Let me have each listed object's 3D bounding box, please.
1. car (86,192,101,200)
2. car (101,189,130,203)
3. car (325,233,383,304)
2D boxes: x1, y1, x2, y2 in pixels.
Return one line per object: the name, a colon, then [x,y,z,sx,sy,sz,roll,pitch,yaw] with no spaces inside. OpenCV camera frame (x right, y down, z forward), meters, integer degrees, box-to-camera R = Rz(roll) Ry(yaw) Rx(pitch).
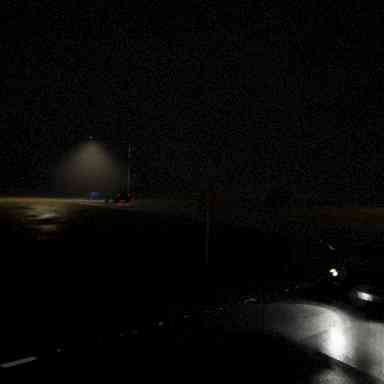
car: [-17.549,0.687,59.536,1.812,1.442,4.674,2,0,-35]
car: [-11.517,0.583,51.074,2.150,2.045,5.566,2,0,-35]
car: [5.378,1.525,7.733,5.357,1.411,2.033,-1,1,-36]
